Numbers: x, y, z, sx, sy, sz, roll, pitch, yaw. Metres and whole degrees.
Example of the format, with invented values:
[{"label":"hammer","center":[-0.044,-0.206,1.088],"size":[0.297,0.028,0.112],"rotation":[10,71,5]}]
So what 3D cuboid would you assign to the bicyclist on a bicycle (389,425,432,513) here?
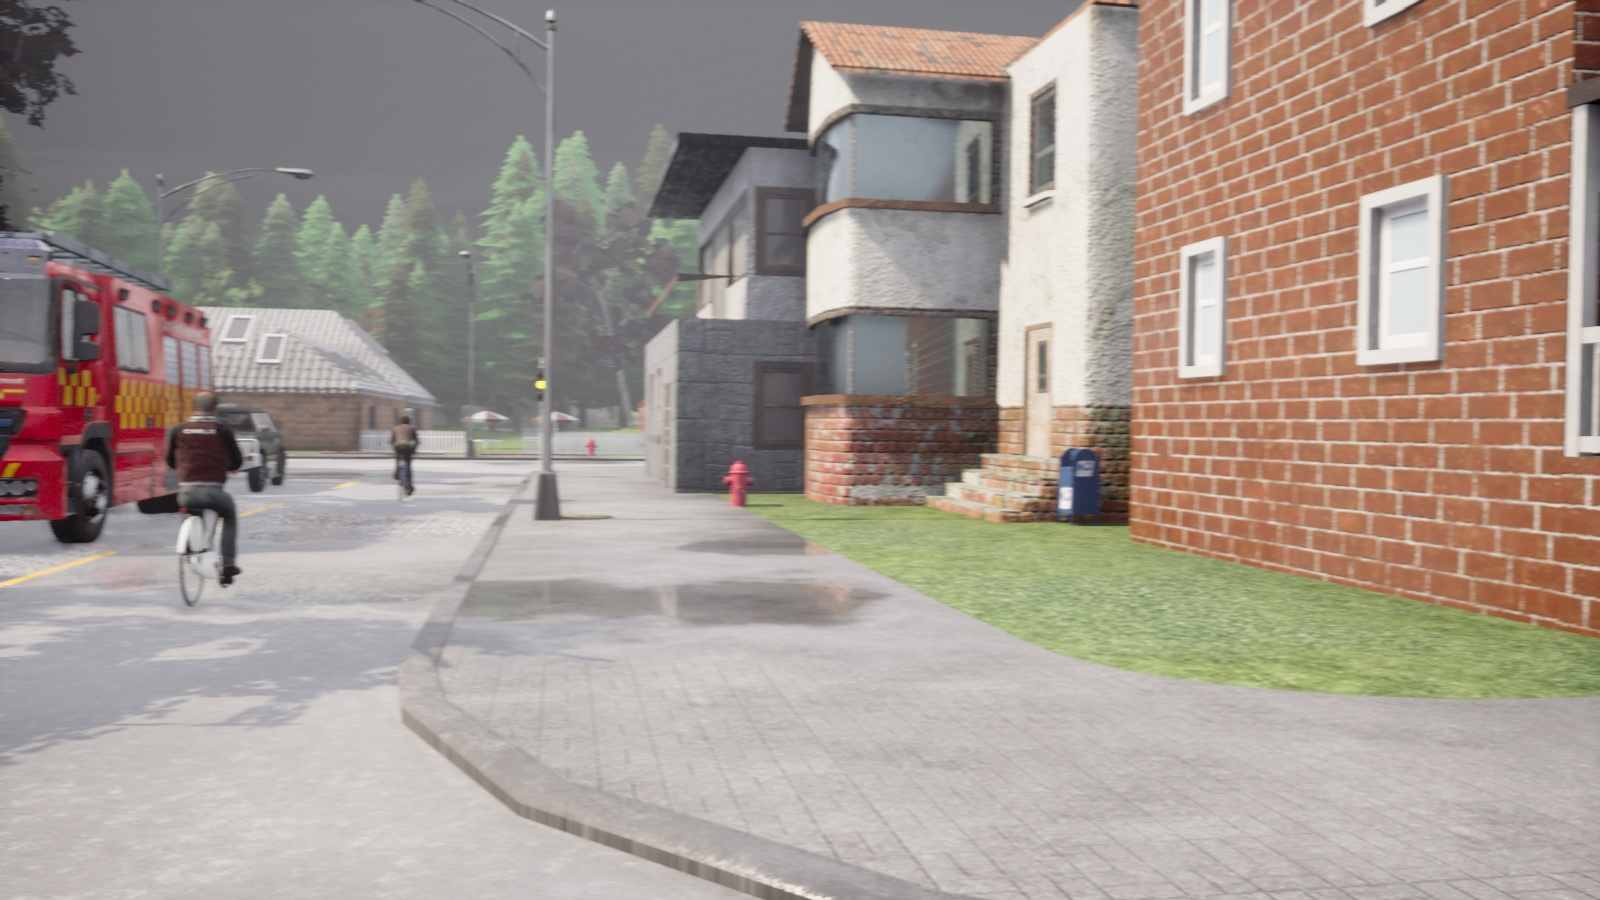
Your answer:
[{"label":"bicyclist on a bicycle","center":[-7.539,0.334,24.372],"size":[0.582,1.620,1.656],"rotation":[-1,2,-11]}]

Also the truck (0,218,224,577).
[{"label":"truck","center":[-10.405,-0.615,17.286],"size":[2.891,3.827,8.468],"rotation":[-1,1,-14]}]

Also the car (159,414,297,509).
[{"label":"car","center":[-12.292,0.185,27.280],"size":[1.932,1.855,4.605],"rotation":[-1,1,-15]}]

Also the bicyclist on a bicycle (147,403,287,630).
[{"label":"bicyclist on a bicycle","center":[-4.943,0.499,10.765],"size":[0.659,1.776,1.843],"rotation":[-1,1,-12]}]
